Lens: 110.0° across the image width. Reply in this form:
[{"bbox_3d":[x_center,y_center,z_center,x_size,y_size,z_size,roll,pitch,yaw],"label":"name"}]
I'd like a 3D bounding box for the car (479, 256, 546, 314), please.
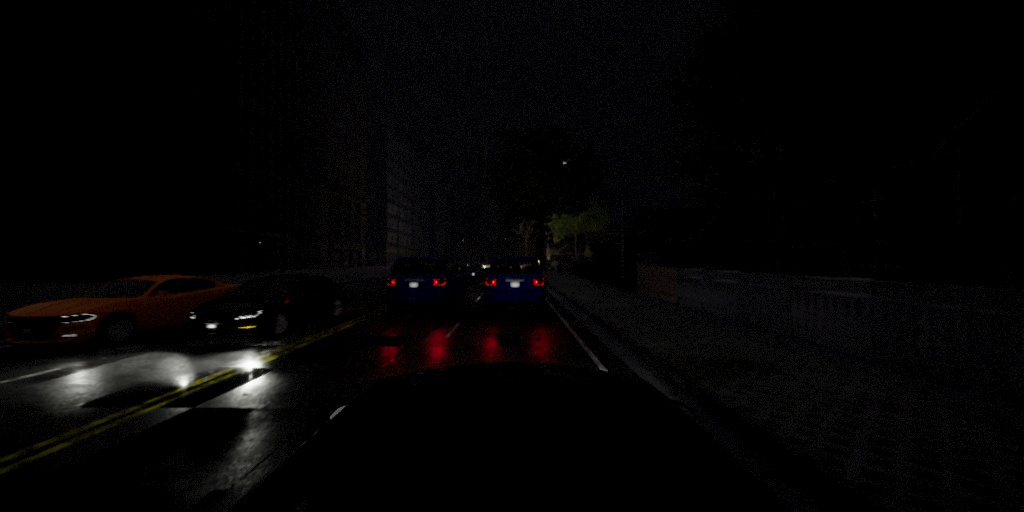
[{"bbox_3d":[0.102,1.030,14.243,2.150,2.045,5.566,0,0,0],"label":"car"}]

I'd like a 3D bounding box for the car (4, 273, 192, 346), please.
[{"bbox_3d":[-9.848,1.264,9.767,1.882,1.535,5.008,0,0,0],"label":"car"}]

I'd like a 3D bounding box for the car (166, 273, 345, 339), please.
[{"bbox_3d":[-6.597,1.293,10.299,1.837,1.490,4.892,0,0,0],"label":"car"}]

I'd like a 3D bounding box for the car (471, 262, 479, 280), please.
[{"bbox_3d":[-3.143,1.464,31.165,1.994,1.385,4.181,0,0,0],"label":"car"}]

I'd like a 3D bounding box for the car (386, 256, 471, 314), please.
[{"bbox_3d":[-3.149,1.030,14.188,2.150,2.045,5.566,0,0,0],"label":"car"}]
